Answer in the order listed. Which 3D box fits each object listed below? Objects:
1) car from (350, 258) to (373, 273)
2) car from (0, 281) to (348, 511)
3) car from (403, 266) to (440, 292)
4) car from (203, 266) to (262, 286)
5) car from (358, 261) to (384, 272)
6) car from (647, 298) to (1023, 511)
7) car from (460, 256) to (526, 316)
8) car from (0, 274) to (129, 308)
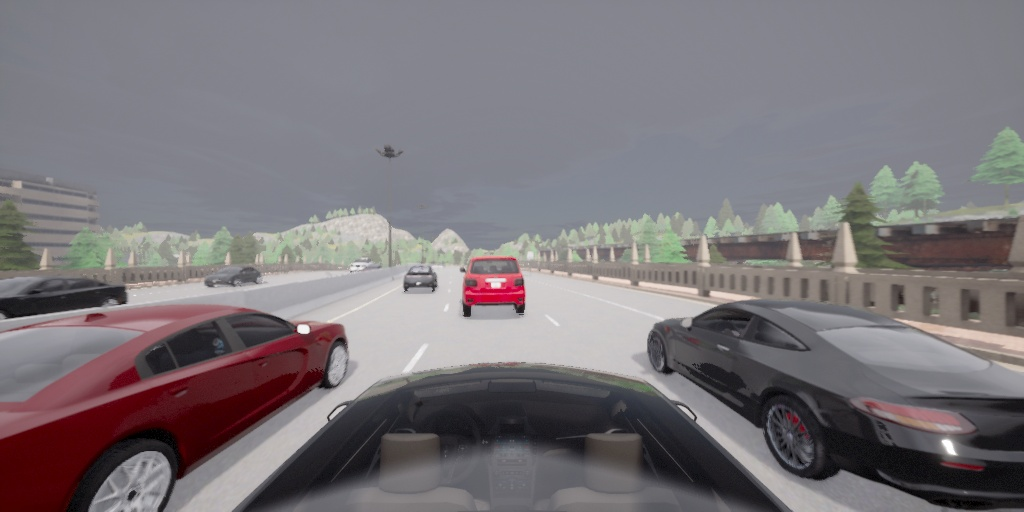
[{"bbox_3d":[-21.012,1.334,50.559,2.150,2.045,5.566,0,0,-9],"label":"car"},{"bbox_3d":[-3.576,1.256,3.893,1.882,1.535,5.008,0,0,-1],"label":"car"},{"bbox_3d":[-5.621,1.369,22.511,2.128,1.511,4.902,0,0,-9],"label":"car"},{"bbox_3d":[-20.675,1.504,26.825,1.837,1.490,4.892,0,0,-9],"label":"car"},{"bbox_3d":[-16.002,1.601,41.594,1.994,1.385,4.181,0,0,-9],"label":"car"},{"bbox_3d":[3.389,1.270,4.586,1.812,1.442,4.674,0,0,-1],"label":"car"},{"bbox_3d":[-0.832,1.029,14.015,2.150,2.045,5.566,0,0,-7],"label":"car"},{"bbox_3d":[-14.740,1.357,10.924,1.882,1.535,5.008,0,0,-6],"label":"car"}]
